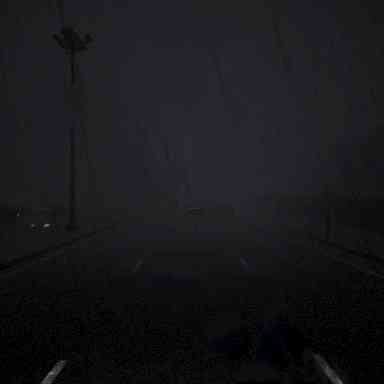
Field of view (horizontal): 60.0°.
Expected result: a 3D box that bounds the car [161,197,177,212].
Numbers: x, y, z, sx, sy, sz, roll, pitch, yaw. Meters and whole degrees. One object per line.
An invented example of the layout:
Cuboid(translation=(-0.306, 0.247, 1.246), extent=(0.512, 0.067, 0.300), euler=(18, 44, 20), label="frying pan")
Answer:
Cuboid(translation=(-3.347, 1.756, 47.141), extent=(2.150, 2.045, 5.566), euler=(0, -1, 0), label="car")

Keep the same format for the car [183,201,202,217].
Cuboid(translation=(0.085, 1.909, 36.752), extent=(2.128, 1.511, 4.902), euler=(0, -1, 0), label="car")

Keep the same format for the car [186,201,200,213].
Cuboid(translation=(0.153, 2.039, 47.086), extent=(1.837, 1.490, 4.892), euler=(0, -1, 0), label="car")

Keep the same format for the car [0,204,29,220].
Cuboid(translation=(-18.501, 1.946, 33.660), extent=(1.994, 1.385, 4.181), euler=(0, -1, 1), label="car")

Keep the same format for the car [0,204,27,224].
Cuboid(translation=(-15.072, 1.779, 25.323), extent=(2.128, 1.511, 4.902), euler=(0, -1, 0), label="car")

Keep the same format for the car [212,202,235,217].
Cuboid(translation=(3.584, 1.894, 36.649), extent=(1.882, 1.535, 5.008), euler=(0, -1, 0), label="car")

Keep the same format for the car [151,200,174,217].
Cuboid(translation=(-3.415, 1.965, 36.808), extent=(2.033, 1.411, 5.357), euler=(0, -1, 0), label="car")

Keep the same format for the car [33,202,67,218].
Cuboid(translation=(-14.977, 1.879, 35.379), extent=(1.882, 1.535, 5.008), euler=(0, -1, 1), label="car")

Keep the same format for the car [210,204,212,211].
Cuboid(translation=(3.653, 2.098, 47.065), extent=(1.994, 1.385, 4.181), euler=(0, -1, 0), label="car")
